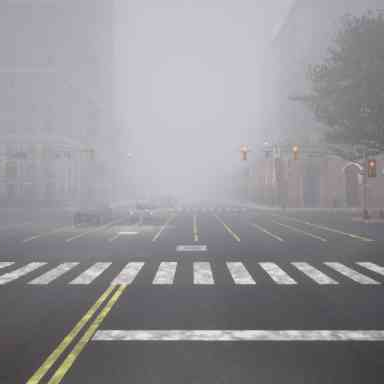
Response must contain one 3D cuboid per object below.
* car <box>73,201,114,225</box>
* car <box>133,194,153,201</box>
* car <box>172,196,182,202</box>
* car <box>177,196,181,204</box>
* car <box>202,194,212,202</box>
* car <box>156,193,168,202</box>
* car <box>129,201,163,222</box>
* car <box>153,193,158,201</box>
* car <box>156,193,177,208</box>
[{"bbox_3d":[-7.140,1.477,24.530,1.882,1.535,5.008,0,0,0],"label":"car"},{"bbox_3d":[-7.173,1.352,47.062,2.097,1.767,4.553,0,0,0],"label":"car"},{"bbox_3d":[-3.471,1.539,76.233,2.033,1.411,5.357,0,0,1],"label":"car"},{"bbox_3d":[-3.618,1.492,64.717,2.128,1.511,4.902,0,0,1],"label":"car"},{"bbox_3d":[3.548,1.355,78.333,2.097,1.767,4.553,0,0,1],"label":"car"},{"bbox_3d":[-6.957,1.225,77.811,2.150,2.045,5.566,0,0,1],"label":"car"},{"bbox_3d":[-3.641,1.601,26.060,1.895,1.301,4.718,0,0,0],"label":"car"},{"bbox_3d":[-7.069,1.225,67.104,2.150,2.045,5.566,0,0,1],"label":"car"},{"bbox_3d":[-3.481,1.352,46.515,2.097,1.767,4.553,0,0,-3],"label":"car"}]
